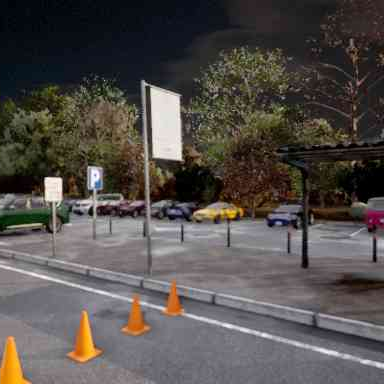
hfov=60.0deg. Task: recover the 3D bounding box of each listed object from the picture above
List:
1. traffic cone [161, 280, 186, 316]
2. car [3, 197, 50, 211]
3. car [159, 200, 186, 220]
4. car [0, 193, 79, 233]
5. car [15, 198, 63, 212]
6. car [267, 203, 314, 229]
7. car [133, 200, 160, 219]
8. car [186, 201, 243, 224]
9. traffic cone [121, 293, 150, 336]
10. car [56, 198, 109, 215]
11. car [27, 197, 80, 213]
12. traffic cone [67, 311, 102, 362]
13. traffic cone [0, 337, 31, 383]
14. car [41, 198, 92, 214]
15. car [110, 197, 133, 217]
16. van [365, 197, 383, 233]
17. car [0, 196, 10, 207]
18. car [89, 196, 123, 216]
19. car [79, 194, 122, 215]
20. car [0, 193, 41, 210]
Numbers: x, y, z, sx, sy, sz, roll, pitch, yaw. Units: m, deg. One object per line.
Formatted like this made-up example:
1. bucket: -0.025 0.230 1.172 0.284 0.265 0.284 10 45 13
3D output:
1. traffic cone: -0.345 1.959 6.253 0.340 0.580 0.340 0 0 36
2. car: -20.521 1.468 41.535 2.163 1.488 4.792 0 0 35
3. car: -0.085 1.511 27.157 2.163 1.488 4.792 0 0 35
4. car: -9.202 1.228 17.509 2.435 2.045 5.566 0 0 35
5. car: -18.278 1.484 39.886 2.163 1.488 4.792 0 0 35
6. car: 6.693 1.516 22.318 2.163 1.488 4.792 0 0 35
7. car: -2.367 1.480 28.736 2.231 1.521 4.892 0 0 35
8. car: 2.062 1.480 25.385 1.946 1.575 5.366 0 0 35
9. traffic cone: -0.920 1.959 5.437 0.340 0.580 0.340 0 0 35
10. car: -11.454 1.473 35.114 2.231 1.521 4.892 0 0 35
11. car: -15.888 1.458 38.466 1.946 1.575 5.366 0 0 35
12. traffic cone: -1.495 1.959 4.621 0.340 0.580 0.340 0 0 35
13. traffic cone: -2.071 1.959 3.805 0.340 0.580 0.340 0 0 35
14. car: -13.726 1.467 36.713 2.097 1.535 5.008 0 0 35
15. car: -4.638 1.477 30.332 2.097 1.535 5.008 0 0 35
16. van: 11.316 1.265 19.244 1.878 1.987 4.442 0 0 35
17. car: -29.511 1.353 48.052 1.946 1.575 5.366 1 0 35
18. car: -6.909 1.475 31.929 2.097 1.535 5.008 0 0 35
19. car: -9.198 1.222 33.499 2.435 2.045 5.566 0 0 35
20. car: -22.822 1.170 43.084 2.435 2.045 5.566 0 0 35
